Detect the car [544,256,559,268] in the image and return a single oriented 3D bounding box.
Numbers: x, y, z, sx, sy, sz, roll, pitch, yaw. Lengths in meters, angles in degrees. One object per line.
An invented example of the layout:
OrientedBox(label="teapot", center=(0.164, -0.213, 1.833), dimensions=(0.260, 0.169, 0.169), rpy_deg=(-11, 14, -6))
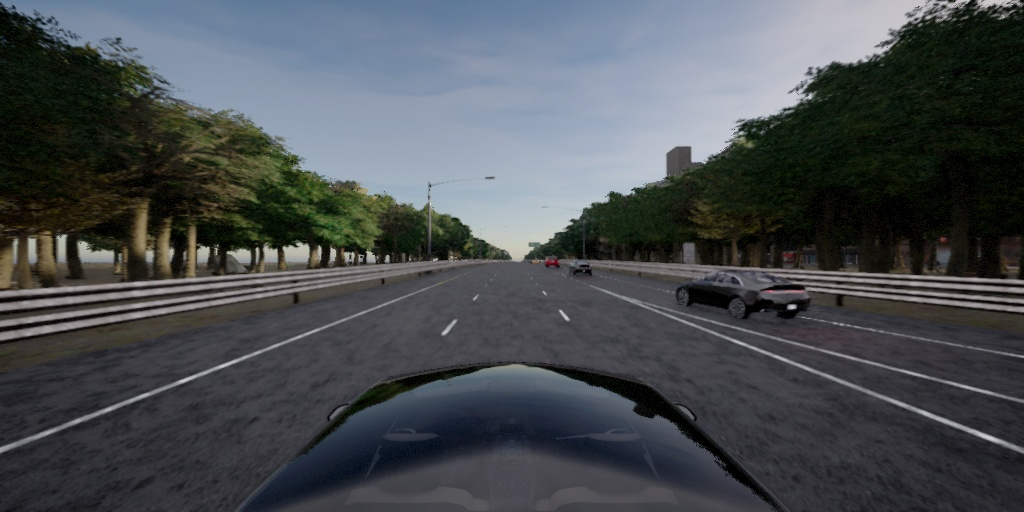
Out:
OrientedBox(label="car", center=(7.096, 1.059, 64.582), dimensions=(2.150, 2.045, 5.566), rpy_deg=(0, 0, 0))

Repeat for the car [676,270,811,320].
OrientedBox(label="car", center=(7.750, 1.251, 12.673), dimensions=(2.128, 1.511, 4.902), rpy_deg=(0, 0, -6))

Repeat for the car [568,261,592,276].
OrientedBox(label="car", center=(7.018, 1.252, 37.395), dimensions=(1.837, 1.490, 4.892), rpy_deg=(0, 0, 0))
